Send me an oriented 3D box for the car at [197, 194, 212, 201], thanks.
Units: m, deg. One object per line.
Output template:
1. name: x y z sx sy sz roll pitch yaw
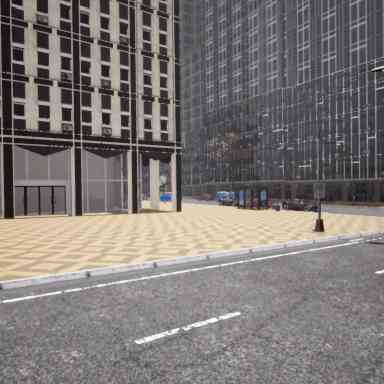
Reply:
1. car: 2.679 1.043 64.042 1.802 1.307 4.206 0 1 -34

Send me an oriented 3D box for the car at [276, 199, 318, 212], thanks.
1. car: 11.659 1.424 35.771 1.947 1.339 4.313 0 1 -34

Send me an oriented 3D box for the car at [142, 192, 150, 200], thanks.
1. car: -10.650 1.039 68.713 2.008 1.369 4.403 0 1 -34

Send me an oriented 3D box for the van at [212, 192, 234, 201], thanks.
1. van: 5.880 0.855 59.343 1.690 1.788 3.998 0 1 -34

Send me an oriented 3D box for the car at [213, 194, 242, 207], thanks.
1. car: 5.317 1.319 45.207 1.947 1.339 4.313 0 1 -34

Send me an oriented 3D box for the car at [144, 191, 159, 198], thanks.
1. car: -10.131 0.686 82.822 1.967 1.590 4.097 0 1 -34

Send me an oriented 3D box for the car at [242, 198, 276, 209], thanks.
1. car: 8.471 1.388 40.479 1.802 1.307 4.206 0 1 -34

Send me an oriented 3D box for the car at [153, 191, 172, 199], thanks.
1. car: -6.928 0.615 78.126 2.192 1.841 5.009 0 1 -34

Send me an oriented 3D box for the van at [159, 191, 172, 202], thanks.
1. van: -4.245 0.937 59.319 1.690 1.788 3.998 0 1 -34
